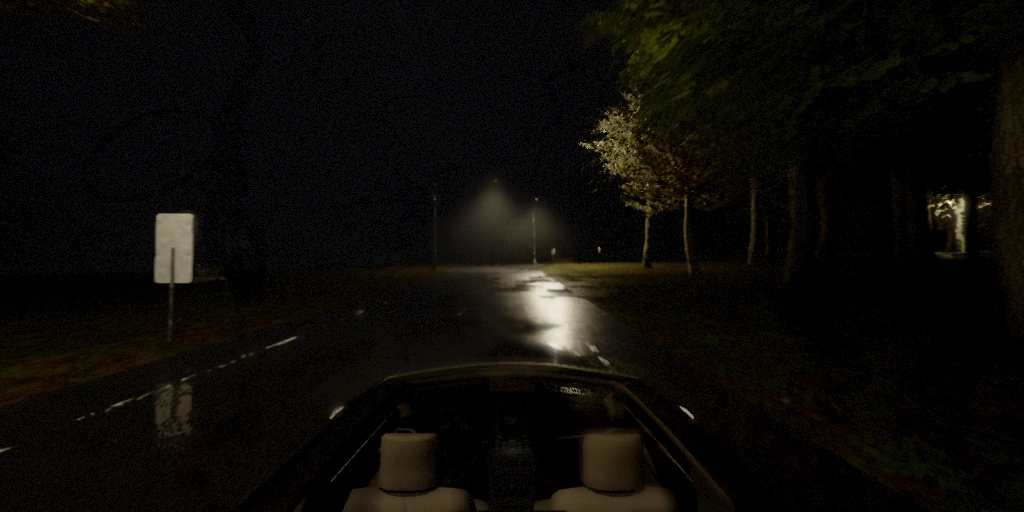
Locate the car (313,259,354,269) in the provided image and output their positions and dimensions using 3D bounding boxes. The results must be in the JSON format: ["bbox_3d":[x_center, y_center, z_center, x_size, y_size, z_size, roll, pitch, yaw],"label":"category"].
[{"bbox_3d":[-26.395,1.173,53.139,5.357,1.411,2.033,-1,-2,0],"label":"car"}]
